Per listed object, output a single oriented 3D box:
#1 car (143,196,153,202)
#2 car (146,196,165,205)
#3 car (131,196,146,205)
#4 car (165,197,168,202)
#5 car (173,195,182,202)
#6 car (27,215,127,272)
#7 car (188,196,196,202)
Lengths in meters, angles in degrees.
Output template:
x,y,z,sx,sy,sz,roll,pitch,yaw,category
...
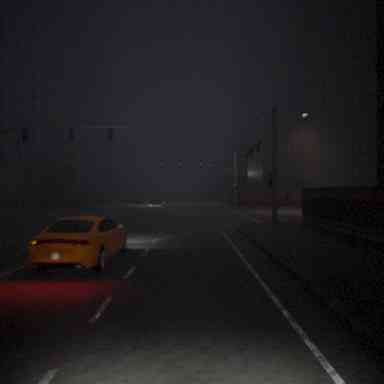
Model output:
x,y,z,sx,sy,sz,roll,pitch,yaw,category
-10.493,1.681,79.049,1.812,1.442,4.674,0,0,0,car
-7.011,1.628,64.001,2.128,1.511,4.902,0,0,0,car
-10.508,1.612,63.884,1.882,1.535,5.008,0,0,0,car
-6.993,1.681,79.063,1.812,1.442,4.674,0,0,0,car
-3.493,1.503,81.353,2.097,1.767,4.553,0,0,0,car
-3.445,1.501,10.941,1.882,1.535,5.008,0,0,1,car
0.007,1.701,81.382,1.994,1.385,4.181,0,0,0,car
